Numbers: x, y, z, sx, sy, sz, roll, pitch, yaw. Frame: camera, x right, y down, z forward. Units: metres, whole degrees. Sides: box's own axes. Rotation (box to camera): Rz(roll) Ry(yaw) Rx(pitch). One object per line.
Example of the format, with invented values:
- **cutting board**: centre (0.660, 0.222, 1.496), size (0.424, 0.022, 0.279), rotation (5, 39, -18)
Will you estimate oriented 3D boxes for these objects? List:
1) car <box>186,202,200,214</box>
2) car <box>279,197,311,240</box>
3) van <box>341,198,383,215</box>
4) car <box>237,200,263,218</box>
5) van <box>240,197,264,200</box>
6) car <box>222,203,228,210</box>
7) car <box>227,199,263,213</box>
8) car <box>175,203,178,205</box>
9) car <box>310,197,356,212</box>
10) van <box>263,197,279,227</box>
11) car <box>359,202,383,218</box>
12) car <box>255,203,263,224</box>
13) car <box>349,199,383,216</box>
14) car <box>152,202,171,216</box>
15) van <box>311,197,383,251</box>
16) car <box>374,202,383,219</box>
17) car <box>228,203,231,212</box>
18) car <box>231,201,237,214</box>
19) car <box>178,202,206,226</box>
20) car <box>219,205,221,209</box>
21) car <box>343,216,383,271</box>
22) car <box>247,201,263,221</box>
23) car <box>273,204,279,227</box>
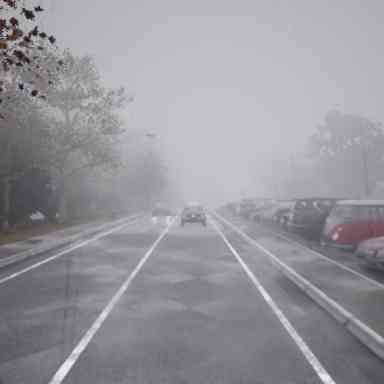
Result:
- **car**: centre (0.131, 1.994, 42.962), size (1.812, 1.442, 4.674), rotation (0, -1, 0)
- **car**: centre (7.091, 1.250, 14.792), size (5.566, 2.045, 2.435), rotation (0, 0, 0)
- **van**: centre (20.301, 1.663, 39.532), size (4.442, 1.987, 1.878), rotation (0, -1, 0)
- **car**: centre (7.096, 1.757, 31.427), size (5.008, 1.535, 2.097), rotation (0, -1, 0)
- **van**: centre (7.212, 1.577, 34.207), size (4.442, 1.987, 1.878), rotation (0, -1, 0)
- **car**: centre (7.081, 1.687, 42.535), size (5.566, 2.045, 2.435), rotation (0, -1, 0)
- **car**: centre (7.146, 1.860, 45.304), size (4.553, 1.767, 2.185), rotation (0, -1, 0)
- **car**: centre (-3.178, 2.884, 78.289), size (2.128, 1.511, 4.902), rotation (0, -3, 0)
- **car**: centre (20.226, 1.780, 47.839), size (5.566, 2.045, 2.435), rotation (0, -1, 0)
- **van**: centre (6.955, 1.351, 20.328), size (4.442, 1.987, 1.878), rotation (0, -1, 0)
- **car**: centre (20.170, 1.800, 34.114), size (5.008, 1.535, 2.097), rotation (0, -1, 0)
- **car**: centre (7.079, 1.662, 23.099), size (4.674, 1.452, 2.002), rotation (0, -1, 0)
- **car**: centre (20.148, 1.718, 36.761), size (4.553, 1.767, 2.185), rotation (0, -1, 0)
- **car**: centre (-3.319, 1.887, 36.968), size (1.812, 1.442, 4.674), rotation (0, -1, 0)
- **van**: centre (6.941, 1.275, 12.016), size (4.442, 1.987, 1.878), rotation (0, 0, 0)
- **car**: centre (20.165, 1.753, 31.218), size (5.008, 1.535, 2.097), rotation (0, -1, 0)
- **car**: centre (7.134, 1.923, 39.754), size (4.792, 1.488, 2.163), rotation (0, -1, 0)
- **car**: centre (7.103, 1.888, 36.979), size (4.674, 1.452, 2.002), rotation (0, -1, 0)
- **car**: centre (0.107, 1.734, 25.178), size (2.033, 1.411, 5.357), rotation (0, -1, 0)
- **car**: centre (7.129, 2.100, 50.850), size (4.892, 1.521, 2.231), rotation (0, -1, 0)
- **car**: centre (7.056, 1.540, 9.240), size (4.674, 1.452, 2.002), rotation (0, 0, 0)
- **car**: centre (7.052, 1.696, 25.877), size (4.792, 1.488, 2.163), rotation (0, -1, 0)
- **car**: centre (7.097, 1.561, 17.542), size (4.792, 1.488, 2.163), rotation (0, 0, 0)
